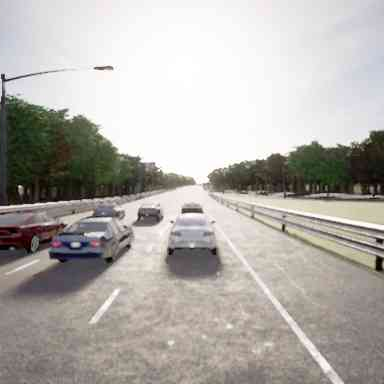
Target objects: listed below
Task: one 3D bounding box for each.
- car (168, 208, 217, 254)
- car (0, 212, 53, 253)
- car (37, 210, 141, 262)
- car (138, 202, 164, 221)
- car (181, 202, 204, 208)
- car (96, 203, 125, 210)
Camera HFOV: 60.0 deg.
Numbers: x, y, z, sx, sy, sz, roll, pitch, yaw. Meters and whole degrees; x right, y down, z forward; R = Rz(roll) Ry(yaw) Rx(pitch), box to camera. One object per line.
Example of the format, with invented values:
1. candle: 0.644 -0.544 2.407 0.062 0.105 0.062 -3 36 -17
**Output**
1. car: 0.030 1.624 13.886 1.812 1.442 4.674 0 0 1
2. car: -6.967 1.576 14.238 1.882 1.535 5.008 0 0 1
3. car: -3.488 1.641 12.514 2.033 1.411 5.357 0 0 0
4. car: -3.474 1.586 28.470 2.128 1.511 4.902 0 0 1
5. car: 0.033 1.568 29.206 1.882 1.535 5.008 0 0 1
6. car: -6.974 1.658 28.327 1.994 1.385 4.181 0 0 0
